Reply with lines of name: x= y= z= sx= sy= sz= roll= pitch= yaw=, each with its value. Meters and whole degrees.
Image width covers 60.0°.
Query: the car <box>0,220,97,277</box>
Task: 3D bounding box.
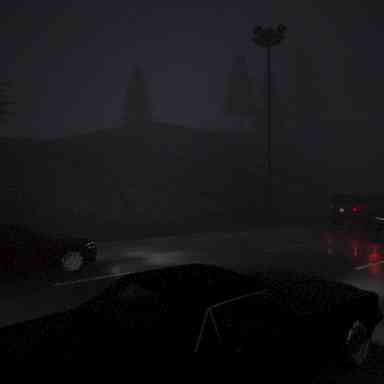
car: x=-5.062 y=1.473 z=8.746 sx=5.008 sy=1.535 sz=1.882 roll=-1 pitch=0 yaw=-36

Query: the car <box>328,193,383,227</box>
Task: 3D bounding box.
car: x=10.495 y=1.080 z=20.076 sx=5.566 sy=2.045 sz=2.150 roll=-1 pitch=0 yaw=-36

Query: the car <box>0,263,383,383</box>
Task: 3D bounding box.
car: x=0.305 y=1.584 z=3.985 sx=4.718 sy=1.301 sz=1.895 roll=-1 pitch=0 yaw=-36

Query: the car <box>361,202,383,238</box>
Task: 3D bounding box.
car: x=10.384 y=1.369 z=15.659 sx=4.902 sy=1.511 sz=2.128 roll=-1 pitch=0 yaw=-36
